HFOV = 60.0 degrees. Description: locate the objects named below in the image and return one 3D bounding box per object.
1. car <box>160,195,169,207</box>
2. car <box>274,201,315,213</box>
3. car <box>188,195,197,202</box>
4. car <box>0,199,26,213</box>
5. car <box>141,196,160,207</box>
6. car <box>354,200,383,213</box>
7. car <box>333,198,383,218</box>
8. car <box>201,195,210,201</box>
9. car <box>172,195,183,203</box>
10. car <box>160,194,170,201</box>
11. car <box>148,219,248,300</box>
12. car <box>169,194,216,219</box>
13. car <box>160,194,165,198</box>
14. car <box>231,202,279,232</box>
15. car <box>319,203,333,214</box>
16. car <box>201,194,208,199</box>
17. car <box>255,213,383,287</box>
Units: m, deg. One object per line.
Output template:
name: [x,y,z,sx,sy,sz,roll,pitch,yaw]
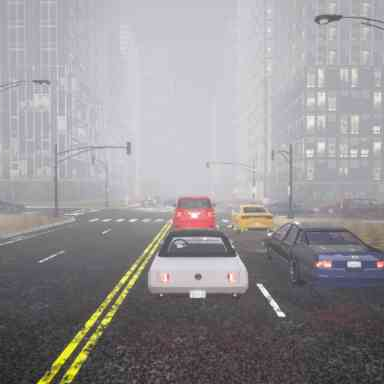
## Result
car: [-3.286,1.529,51.209,1.994,1.385,4.181,0,0,0]
car: [9.463,1.649,33.500,5.357,1.411,2.033,1,1,1]
car: [0.082,1.461,74.380,1.812,1.442,4.674,0,0,0]
car: [-19.357,1.407,34.003,4.181,1.385,1.994,1,1,1]
car: [-6.542,1.457,50.776,2.128,1.511,4.902,0,0,0]
car: [21.851,1.642,39.073,4.829,1.417,1.752,1,0,1]
car: [16.233,1.519,30.793,5.009,1.841,2.192,1,0,1]
car: [3.335,1.457,81.595,2.033,1.411,5.357,0,0,0]
car: [-3.176,1.465,71.558,2.128,1.511,4.902,0,0,0]
car: [-6.417,1.283,80.650,2.097,1.767,4.553,0,0,0]
car: [0.110,1.597,8.361,1.895,1.301,4.718,0,0,0]
car: [0.119,1.212,18.120,2.150,2.045,5.566,0,0,0]
car: [-6.491,1.432,60.449,1.882,1.535,5.008,0,0,-1]
car: [3.374,1.468,19.206,1.882,1.535,5.008,0,0,1]
car: [16.558,1.590,36.572,5.008,1.535,1.882,1,1,1]
car: [3.346,1.266,92.013,1.812,1.442,4.674,0,0,0]
car: [3.365,1.543,9.388,2.033,1.411,5.357,0,0,0]
